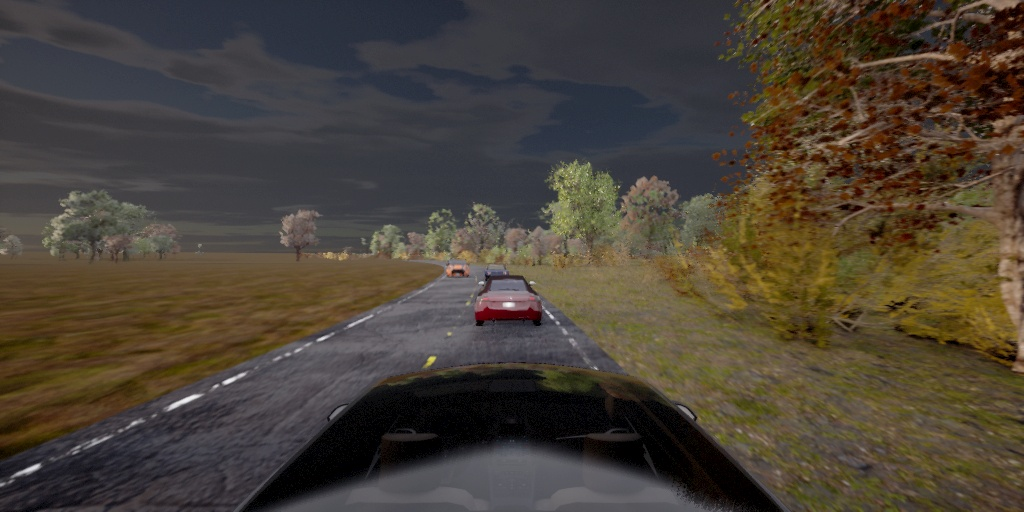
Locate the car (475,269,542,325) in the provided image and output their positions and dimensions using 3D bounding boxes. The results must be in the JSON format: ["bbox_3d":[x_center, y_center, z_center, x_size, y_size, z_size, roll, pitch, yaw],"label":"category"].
[{"bbox_3d":[-0.161,1.314,11.864,1.994,1.385,4.181,0,0,-2],"label":"car"}]

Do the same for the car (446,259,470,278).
[{"bbox_3d":[-5.103,1.106,34.269,2.097,1.767,4.553,0,0,-7],"label":"car"}]

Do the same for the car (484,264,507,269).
[{"bbox_3d":[-1.365,1.350,29.651,1.895,1.301,4.718,0,0,-6],"label":"car"}]
